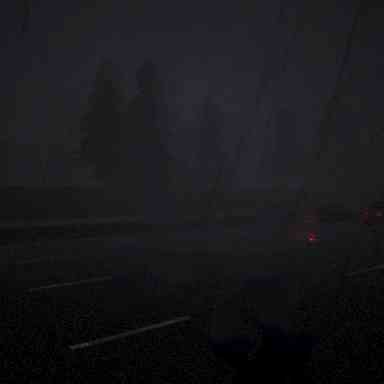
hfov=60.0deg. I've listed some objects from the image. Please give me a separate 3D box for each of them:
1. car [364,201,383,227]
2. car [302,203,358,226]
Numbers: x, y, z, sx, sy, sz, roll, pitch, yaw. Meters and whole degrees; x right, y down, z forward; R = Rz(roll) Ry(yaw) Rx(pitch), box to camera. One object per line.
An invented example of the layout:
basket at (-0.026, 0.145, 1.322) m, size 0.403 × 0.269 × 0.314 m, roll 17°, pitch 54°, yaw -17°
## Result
car at (13.326, 1.390, 21.852) m, size 4.553 × 1.767 × 2.097 m, roll 0°, pitch 0°, yaw -35°
car at (9.867, 1.543, 23.685) m, size 4.892 × 1.490 × 1.837 m, roll -1°, pitch 0°, yaw -36°
